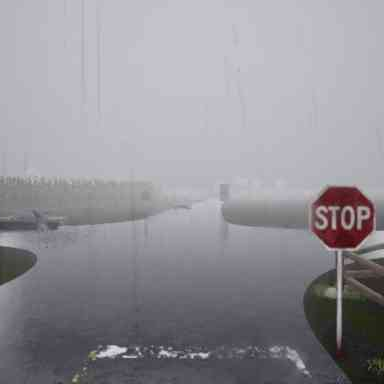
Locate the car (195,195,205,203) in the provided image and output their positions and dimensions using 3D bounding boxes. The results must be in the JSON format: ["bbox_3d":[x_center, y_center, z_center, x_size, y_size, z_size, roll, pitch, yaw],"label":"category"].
[{"bbox_3d":[1.567,1.390,65.347,1.837,1.490,4.892,0,0,7],"label":"car"}]

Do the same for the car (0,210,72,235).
[{"bbox_3d":[-9.466,1.694,18.898,4.718,1.301,1.895,-1,1,0],"label":"car"}]

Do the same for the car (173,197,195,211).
[{"bbox_3d":[-1.132,1.576,39.940,1.895,1.301,4.718,0,0,5],"label":"car"}]
